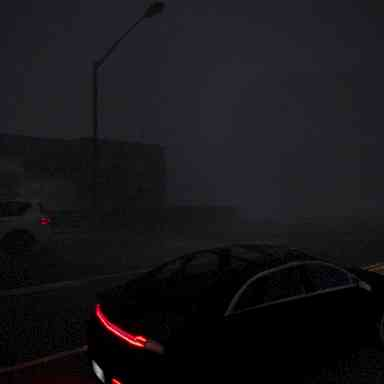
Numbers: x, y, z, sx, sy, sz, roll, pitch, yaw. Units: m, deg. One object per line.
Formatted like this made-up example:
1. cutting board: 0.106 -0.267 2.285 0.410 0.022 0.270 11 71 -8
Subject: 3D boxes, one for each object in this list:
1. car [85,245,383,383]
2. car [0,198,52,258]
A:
1. car: 1.089 1.503 4.584 4.902 1.511 2.128 0 0 -35
2. car: -7.786 1.227 11.334 5.566 2.045 2.150 0 0 -36
